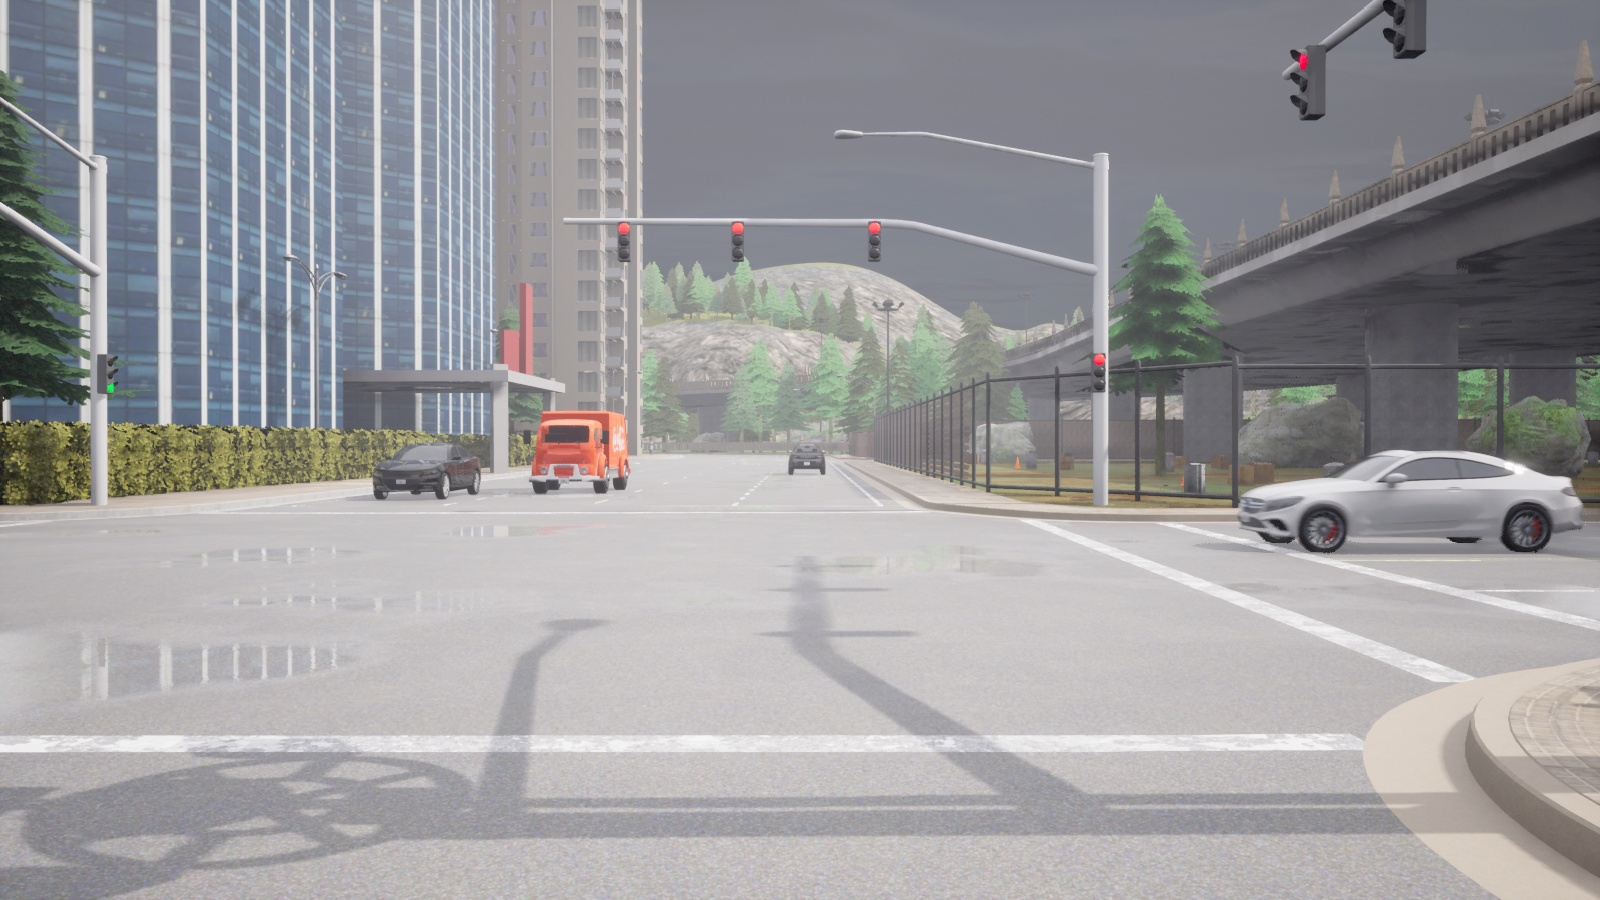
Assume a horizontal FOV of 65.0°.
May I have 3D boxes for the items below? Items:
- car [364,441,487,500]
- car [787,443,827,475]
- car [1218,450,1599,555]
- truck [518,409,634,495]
[{"bbox_3d":[-10.300,0.519,34.939,1.882,1.535,5.008,0,0,0],"label":"car"},{"bbox_3d":[0.336,0.419,60.521,1.816,1.474,4.193,0,0,0],"label":"car"},{"bbox_3d":[8.748,0.731,18.328,4.674,1.442,1.812,0,0,0],"label":"car"},{"bbox_3d":[-6.780,0.036,38.678,2.627,2.467,5.204,0,0,0],"label":"truck"}]
